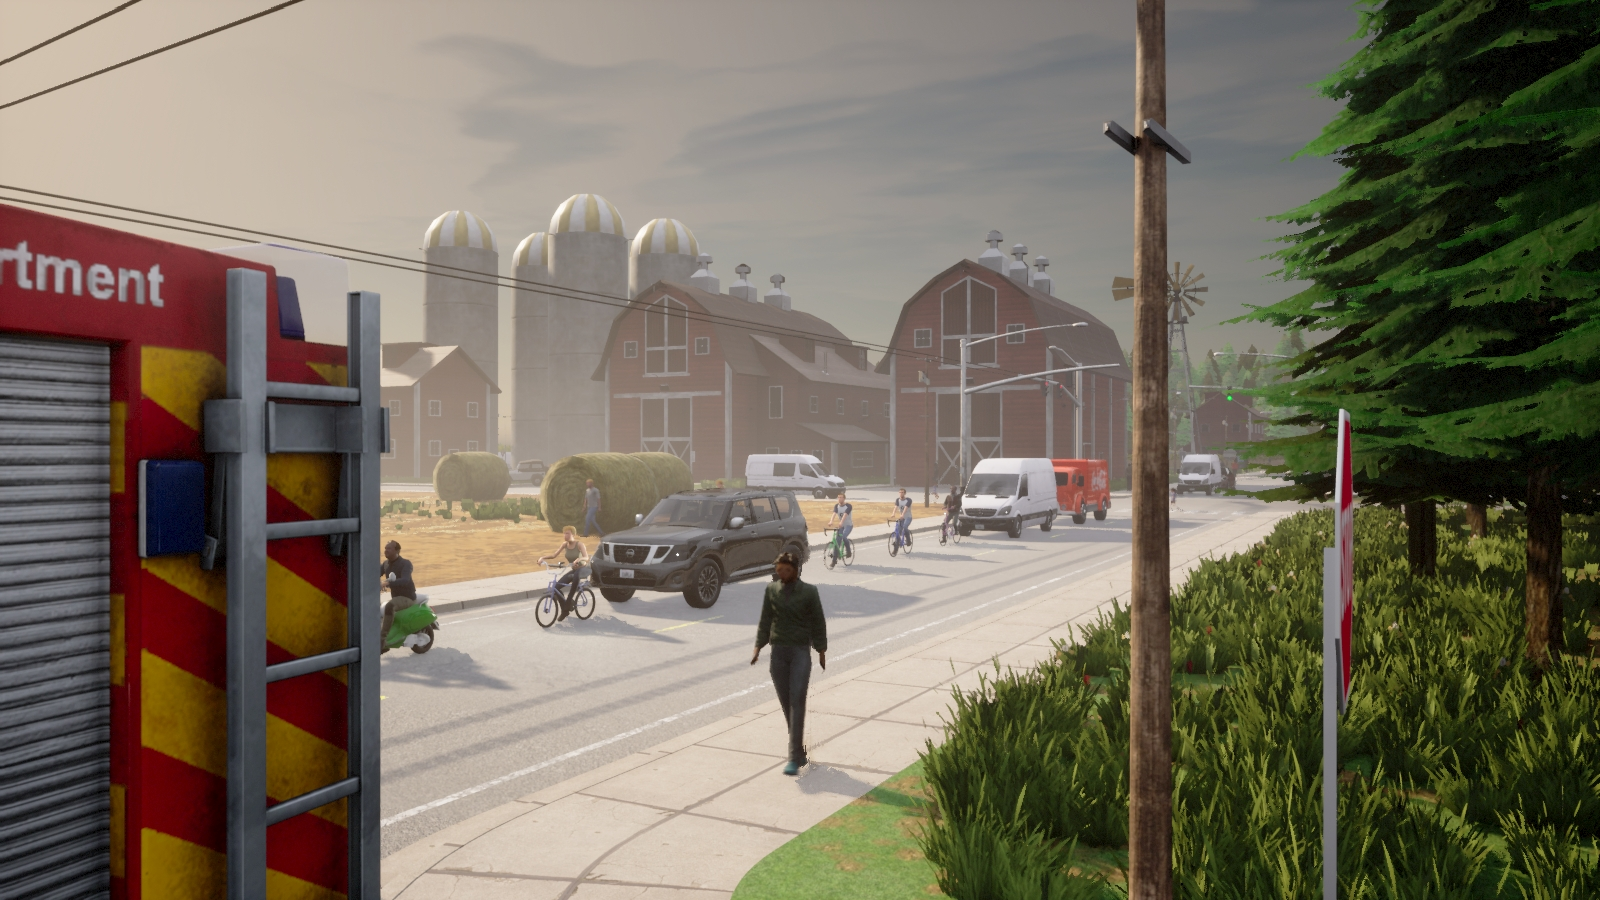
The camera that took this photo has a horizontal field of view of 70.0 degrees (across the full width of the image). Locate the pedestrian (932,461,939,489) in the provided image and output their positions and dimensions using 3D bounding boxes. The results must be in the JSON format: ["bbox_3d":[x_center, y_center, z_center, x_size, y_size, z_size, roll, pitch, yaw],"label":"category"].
[{"bbox_3d":[9.282,1.703,78.028,0.375,1.860,0.375,0,0,27],"label":"pedestrian"}]

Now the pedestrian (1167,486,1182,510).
[{"bbox_3d":[17.275,2.220,52.679,0.500,1.100,0.500,0,0,42],"label":"pedestrian"}]

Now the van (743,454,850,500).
[{"bbox_3d":[-0.224,1.504,65.692,5.915,2.561,1.988,0,0,27],"label":"van"}]

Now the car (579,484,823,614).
[{"bbox_3d":[-1.731,1.779,22.468,2.150,2.045,5.566,0,0,27],"label":"car"}]

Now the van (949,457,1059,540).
[{"bbox_3d":[7.076,1.534,38.974,1.988,2.561,5.915,0,0,28],"label":"van"}]

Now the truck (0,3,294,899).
[{"bbox_3d":[-6.043,0.867,3.703,8.468,3.827,2.891,0,0,21],"label":"truck"}]

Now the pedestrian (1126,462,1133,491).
[{"bbox_3d":[21.167,1.694,73.440,0.375,1.860,0.375,0,0,29],"label":"pedestrian"}]

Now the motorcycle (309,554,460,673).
[{"bbox_3d":[-5.546,2.142,15.355,0.856,1.316,1.805,0,0,28],"label":"motorcycle"}]

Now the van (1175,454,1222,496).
[{"bbox_3d":[25.711,1.534,73.539,1.988,2.561,5.915,0,0,28],"label":"van"}]

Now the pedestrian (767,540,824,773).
[{"bbox_3d":[-0.034,1.696,9.524,0.375,1.860,0.375,0,0,19],"label":"pedestrian"}]

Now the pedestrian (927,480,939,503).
[{"bbox_3d":[6.625,2.049,56.768,0.500,1.100,0.500,0,0,20],"label":"pedestrian"}]

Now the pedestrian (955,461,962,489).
[{"bbox_3d":[10.832,1.702,78.002,0.375,1.860,0.375,0,0,26],"label":"pedestrian"}]

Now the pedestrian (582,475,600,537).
[{"bbox_3d":[-6.310,1.677,34.473,0.375,1.860,0.375,0,0,-44],"label":"pedestrian"}]

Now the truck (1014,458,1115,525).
[{"bbox_3d":[10.577,1.565,45.396,2.627,2.467,5.204,0,0,28],"label":"truck"}]

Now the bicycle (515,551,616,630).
[{"bbox_3d":[-3.806,2.256,18.624,0.859,1.080,1.487,0,0,28],"label":"bicycle"}]
